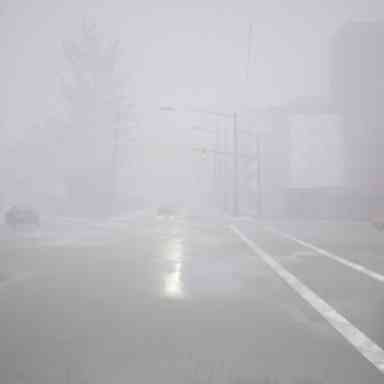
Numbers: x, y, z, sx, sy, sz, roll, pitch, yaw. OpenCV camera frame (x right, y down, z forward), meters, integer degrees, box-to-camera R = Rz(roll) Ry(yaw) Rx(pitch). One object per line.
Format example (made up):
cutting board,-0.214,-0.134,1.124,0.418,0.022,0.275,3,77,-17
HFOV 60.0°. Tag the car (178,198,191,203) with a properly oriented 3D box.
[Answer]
car,-2.239,2.351,95.310,1.853,1.218,4.536,-1,-1,26

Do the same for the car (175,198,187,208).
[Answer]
car,-2.567,2.060,63.567,1.882,1.535,5.008,0,-1,1

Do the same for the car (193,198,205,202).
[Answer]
car,1.877,2.327,94.946,1.853,1.218,4.536,0,-1,-19

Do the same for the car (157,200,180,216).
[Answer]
car,-2.919,1.989,39.017,2.033,1.411,5.357,0,-1,1

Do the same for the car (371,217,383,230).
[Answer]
car,14.030,1.875,21.014,4.718,1.301,1.895,0,-1,0

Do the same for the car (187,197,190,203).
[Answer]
car,-2.260,2.508,95.262,2.038,1.542,4.974,-1,-1,26

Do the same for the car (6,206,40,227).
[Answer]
car,-13.045,1.840,25.605,2.128,1.511,4.902,-2,0,-35

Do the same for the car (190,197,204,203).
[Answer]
car,1.896,2.484,94.895,2.038,1.542,4.974,0,-1,-19
